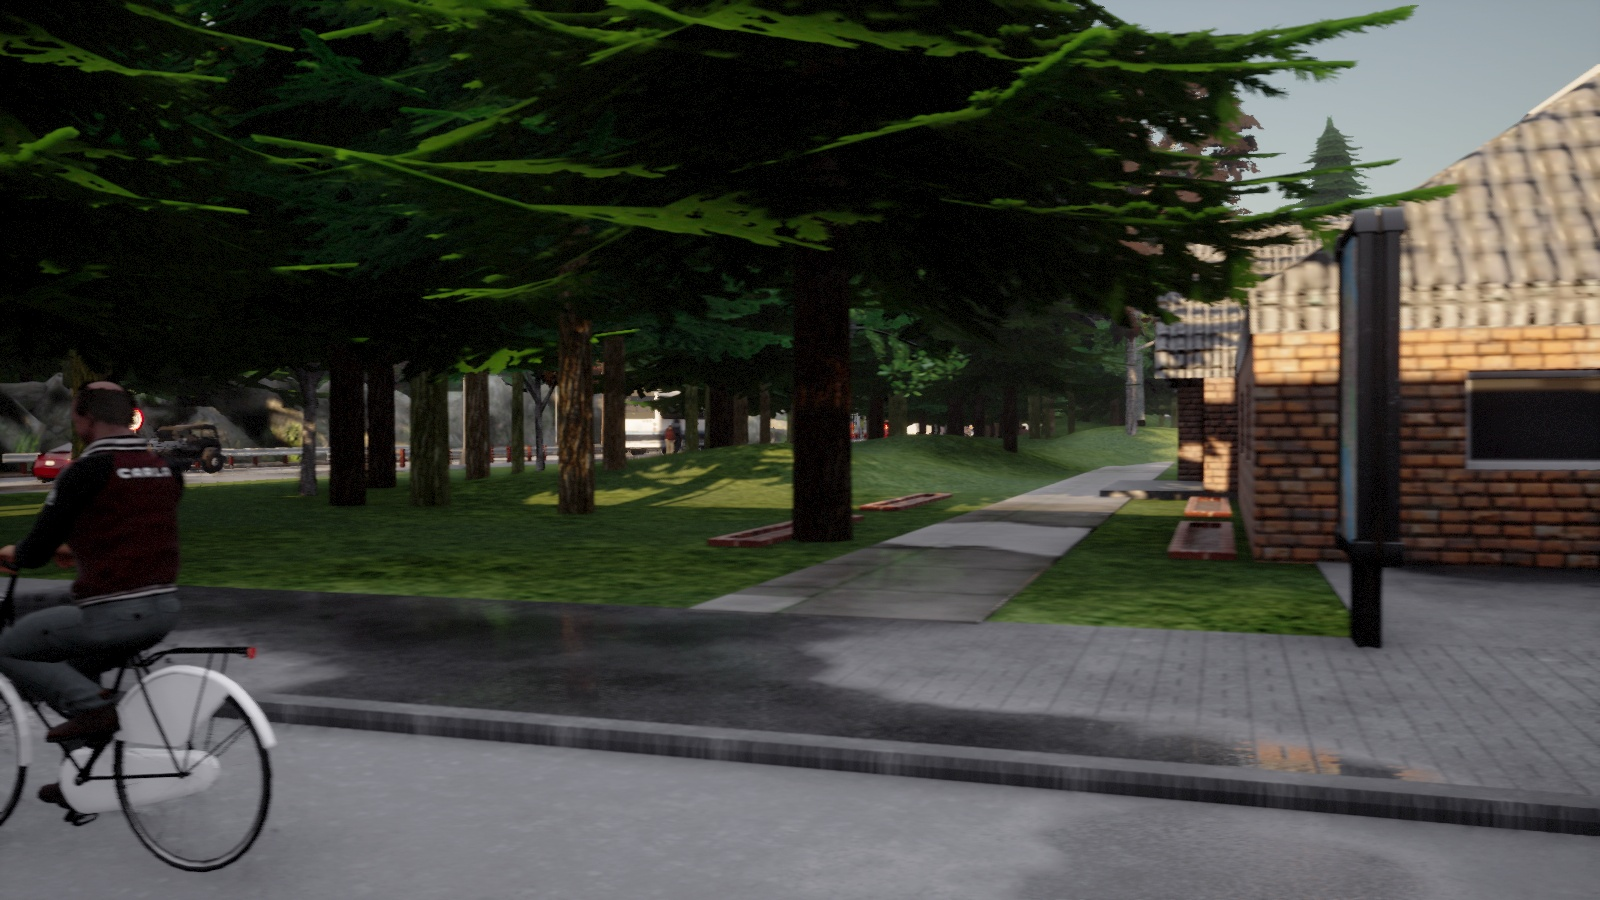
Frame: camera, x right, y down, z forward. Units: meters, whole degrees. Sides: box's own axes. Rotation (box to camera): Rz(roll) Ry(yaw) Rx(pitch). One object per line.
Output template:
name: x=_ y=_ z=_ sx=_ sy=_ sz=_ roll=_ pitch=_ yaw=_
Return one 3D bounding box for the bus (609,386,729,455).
bus: x=-8.371 y=-1.897 z=82.158 sx=3.944 sy=4.253 sz=10.273 roll=1 pitch=1 yaw=19

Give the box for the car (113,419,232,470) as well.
car: x=-23.944 y=-0.237 z=48.039 sx=1.905 sy=1.878 sz=3.866 roll=1 pitch=1 yaw=18

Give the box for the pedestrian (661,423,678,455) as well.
pedestrian: x=-7.536 y=-0.655 z=72.620 sx=0.634 sy=1.844 sz=0.899 roll=0 pitch=1 yaw=-31

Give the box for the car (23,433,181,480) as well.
car: x=-22.286 y=0.161 z=40.307 sx=1.994 sy=1.385 sz=4.181 roll=1 pitch=1 yaw=18

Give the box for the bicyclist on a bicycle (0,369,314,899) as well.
bicyclist on a bicycle: x=-2.790 y=0.612 z=4.657 sx=1.843 sy=1.776 sz=0.659 roll=1 pitch=1 yaw=19
